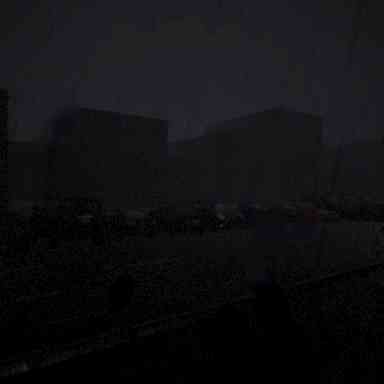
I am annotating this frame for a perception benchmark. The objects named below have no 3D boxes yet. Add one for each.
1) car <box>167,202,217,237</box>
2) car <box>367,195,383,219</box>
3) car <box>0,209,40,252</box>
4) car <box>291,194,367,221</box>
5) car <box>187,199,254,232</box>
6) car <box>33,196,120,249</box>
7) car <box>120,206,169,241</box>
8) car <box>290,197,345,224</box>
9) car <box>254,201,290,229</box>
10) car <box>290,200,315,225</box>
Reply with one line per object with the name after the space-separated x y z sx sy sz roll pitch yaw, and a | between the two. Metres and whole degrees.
-1.134 1.468 18.089 2.163 1.488 4.792 0 0 -36 | car
12.346 1.175 27.670 2.435 2.045 5.566 0 0 -36 | car
-7.826 1.501 13.225 2.163 1.488 4.792 0 0 -36 | car
10.104 1.165 26.065 2.435 2.045 5.566 0 0 -36 | car
1.107 1.303 19.695 2.185 1.767 4.553 0 0 -36 | car
-5.618 1.209 14.877 2.435 2.045 5.566 0 0 -36 | car
-3.357 1.489 16.458 2.002 1.452 4.674 0 0 -36 | car
7.957 1.407 24.334 1.946 1.575 5.366 0 0 -36 | car
3.370 1.419 21.271 2.097 1.535 5.008 0 0 -36 | car
5.608 1.454 22.877 2.002 1.452 4.674 0 0 -36 | car
